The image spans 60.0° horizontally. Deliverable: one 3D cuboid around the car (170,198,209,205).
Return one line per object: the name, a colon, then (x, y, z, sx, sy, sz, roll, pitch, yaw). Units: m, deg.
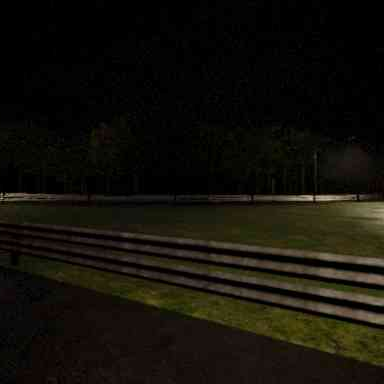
car: (-0.305, 1.052, 45.502, 5.357, 1.411, 2.033, 0, 0, -10)
